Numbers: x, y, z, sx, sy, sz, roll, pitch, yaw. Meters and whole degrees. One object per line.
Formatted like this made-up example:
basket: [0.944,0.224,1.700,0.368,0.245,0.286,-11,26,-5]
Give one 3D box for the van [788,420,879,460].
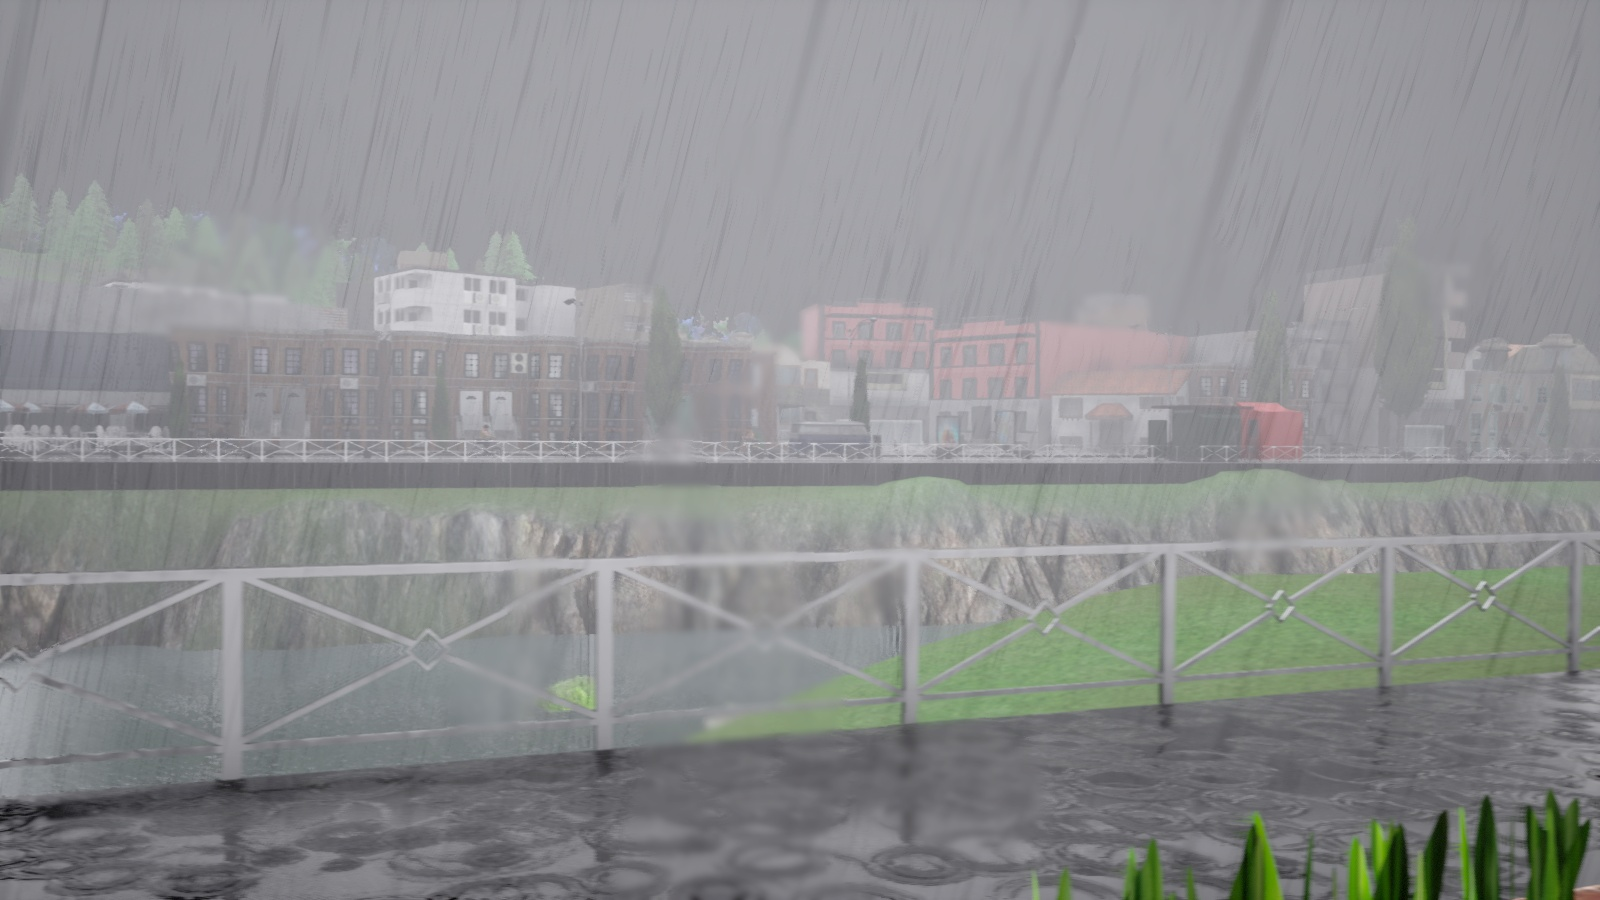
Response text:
van: [1.757,-0.545,66.147,4.442,1.987,1.775,-1,1,-21]
